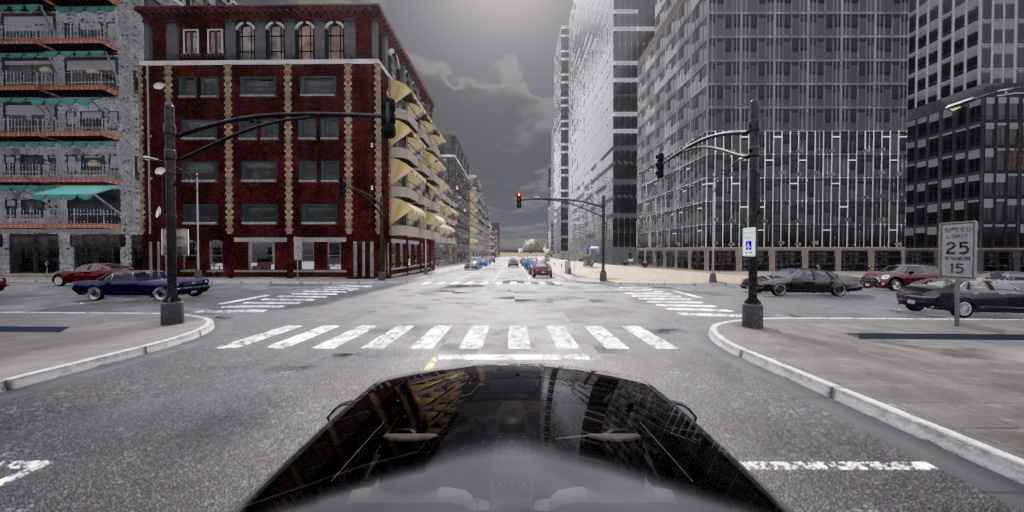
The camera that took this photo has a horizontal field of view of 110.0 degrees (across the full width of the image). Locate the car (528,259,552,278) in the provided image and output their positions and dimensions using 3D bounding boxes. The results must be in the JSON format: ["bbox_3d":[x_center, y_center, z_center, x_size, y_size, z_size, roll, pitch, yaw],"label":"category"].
[{"bbox_3d":[2.736,1.268,33.394,1.888,1.381,4.507,0,0,0],"label":"car"}]

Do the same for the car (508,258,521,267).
[{"bbox_3d":[0.256,1.276,64.036,1.895,1.301,4.718,0,0,0],"label":"car"}]

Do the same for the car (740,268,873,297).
[{"bbox_3d":[15.231,1.341,18.987,5.357,1.411,2.033,0,1,1],"label":"car"}]

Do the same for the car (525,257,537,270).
[{"bbox_3d":[2.750,1.155,39.039,1.967,1.591,4.097,0,0,0],"label":"car"}]

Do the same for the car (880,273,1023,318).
[{"bbox_3d":[16.743,1.444,13.052,4.403,1.370,2.007,0,0,1],"label":"car"}]

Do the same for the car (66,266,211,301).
[{"bbox_3d":[-16.639,1.298,16.300,4.718,1.301,1.895,0,1,1],"label":"car"}]

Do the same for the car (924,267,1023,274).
[{"bbox_3d":[25.258,1.441,18.819,4.718,1.301,1.895,0,1,1],"label":"car"}]

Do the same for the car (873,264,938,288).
[{"bbox_3d":[23.423,1.228,21.582,4.097,1.591,1.967,0,0,1],"label":"car"}]

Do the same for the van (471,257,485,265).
[{"bbox_3d":[-5.556,1.030,55.965,1.690,1.789,3.998,0,0,0],"label":"van"}]

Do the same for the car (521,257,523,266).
[{"bbox_3d":[2.792,1.235,55.977,1.888,1.381,4.507,0,0,0],"label":"car"}]

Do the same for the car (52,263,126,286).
[{"bbox_3d":[-25.805,1.108,22.355,4.507,1.381,1.888,0,0,1],"label":"car"}]

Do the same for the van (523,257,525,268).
[{"bbox_3d":[2.779,1.040,50.331,1.690,1.789,3.998,0,0,0],"label":"van"}]

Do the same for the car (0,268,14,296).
[{"bbox_3d":[-26.518,1.253,16.462,4.718,1.301,1.895,0,1,1],"label":"car"}]

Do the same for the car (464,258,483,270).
[{"bbox_3d":[-5.570,1.265,50.319,1.948,1.339,4.313,0,0,0],"label":"car"}]

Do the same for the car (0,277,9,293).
[{"bbox_3d":[-22.594,1.258,13.690,4.507,1.381,1.888,0,0,1],"label":"car"}]
